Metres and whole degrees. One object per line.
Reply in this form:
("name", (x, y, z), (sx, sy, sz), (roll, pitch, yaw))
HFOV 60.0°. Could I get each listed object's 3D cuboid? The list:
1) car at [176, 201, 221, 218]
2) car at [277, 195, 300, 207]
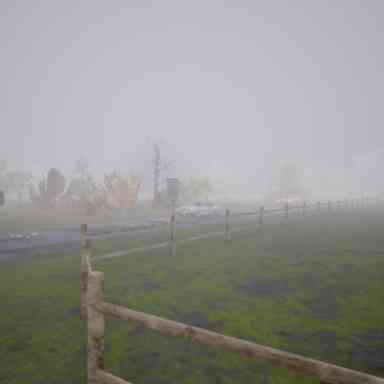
("car", (0.629, 1.537, 30.006), (1.895, 1.301, 4.718), (0, 0, 36))
("car", (13.996, 1.267, 48.211), (2.097, 1.767, 4.553), (0, 0, 36))
